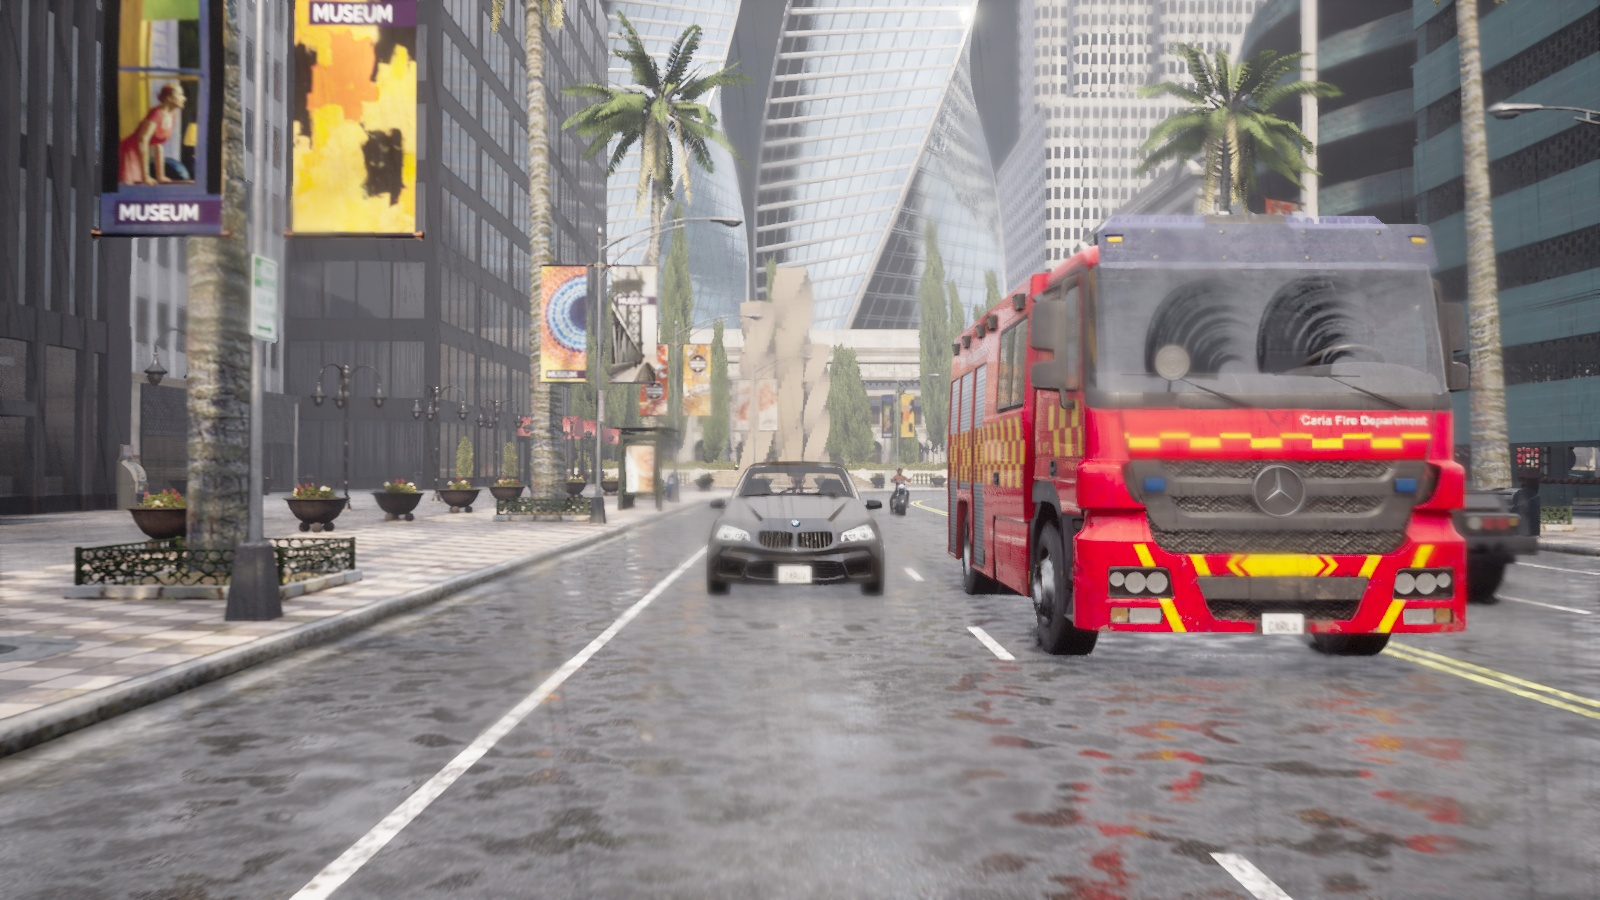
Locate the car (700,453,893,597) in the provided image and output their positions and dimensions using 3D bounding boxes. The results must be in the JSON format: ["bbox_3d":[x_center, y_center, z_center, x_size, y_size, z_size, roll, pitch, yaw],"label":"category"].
[{"bbox_3d":[-0.047,0.908,16.935,2.242,1.667,4.611,0,-1,0],"label":"car"}]

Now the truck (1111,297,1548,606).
[{"bbox_3d":[6.945,0.071,18.111,2.891,3.462,7.936,0,-1,0],"label":"truck"}]

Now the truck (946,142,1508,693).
[{"bbox_3d":[3.459,-0.174,12.980,2.891,3.827,8.468,0,-1,0],"label":"truck"}]

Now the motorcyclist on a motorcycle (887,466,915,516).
[{"bbox_3d":[3.449,1.390,43.097,0.766,1.649,2.350,0,-1,0],"label":"motorcyclist on a motorcycle"}]
